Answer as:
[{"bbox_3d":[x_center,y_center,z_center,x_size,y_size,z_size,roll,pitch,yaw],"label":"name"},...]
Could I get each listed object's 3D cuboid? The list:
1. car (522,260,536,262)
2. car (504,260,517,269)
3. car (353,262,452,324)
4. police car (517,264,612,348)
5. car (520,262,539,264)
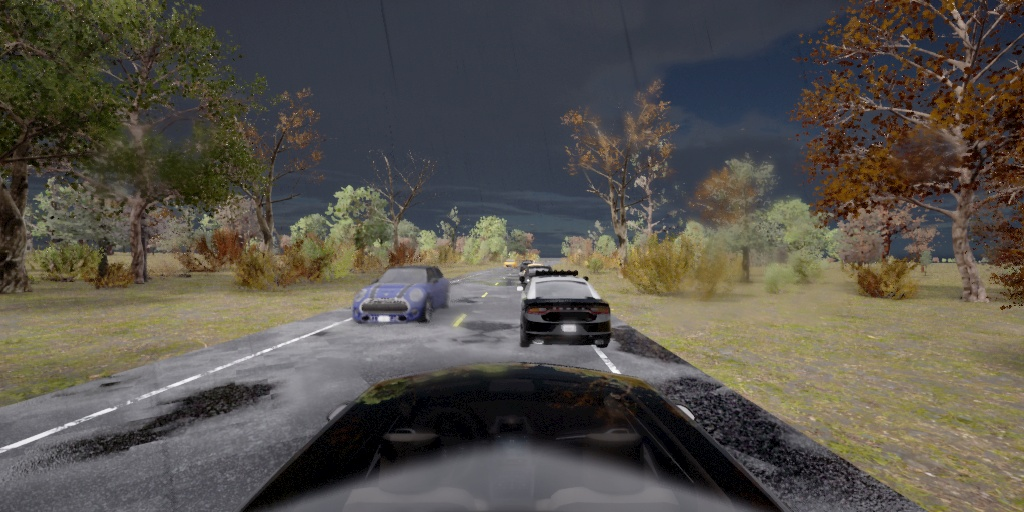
[{"bbox_3d":[1.686,1.219,25.404,1.801,1.575,5.366,0,0,3],"label":"car"},{"bbox_3d":[-0.244,1.364,60.395,1.882,1.535,5.008,0,0,6],"label":"car"},{"bbox_3d":[-3.412,1.106,11.946,2.097,1.767,4.553,0,0,2],"label":"car"},{"bbox_3d":[1.152,1.177,9.404,1.930,1.638,5.238,0,0,1],"label":"police car"},{"bbox_3d":[1.431,1.263,19.246,1.837,1.490,4.892,0,0,2],"label":"car"}]
